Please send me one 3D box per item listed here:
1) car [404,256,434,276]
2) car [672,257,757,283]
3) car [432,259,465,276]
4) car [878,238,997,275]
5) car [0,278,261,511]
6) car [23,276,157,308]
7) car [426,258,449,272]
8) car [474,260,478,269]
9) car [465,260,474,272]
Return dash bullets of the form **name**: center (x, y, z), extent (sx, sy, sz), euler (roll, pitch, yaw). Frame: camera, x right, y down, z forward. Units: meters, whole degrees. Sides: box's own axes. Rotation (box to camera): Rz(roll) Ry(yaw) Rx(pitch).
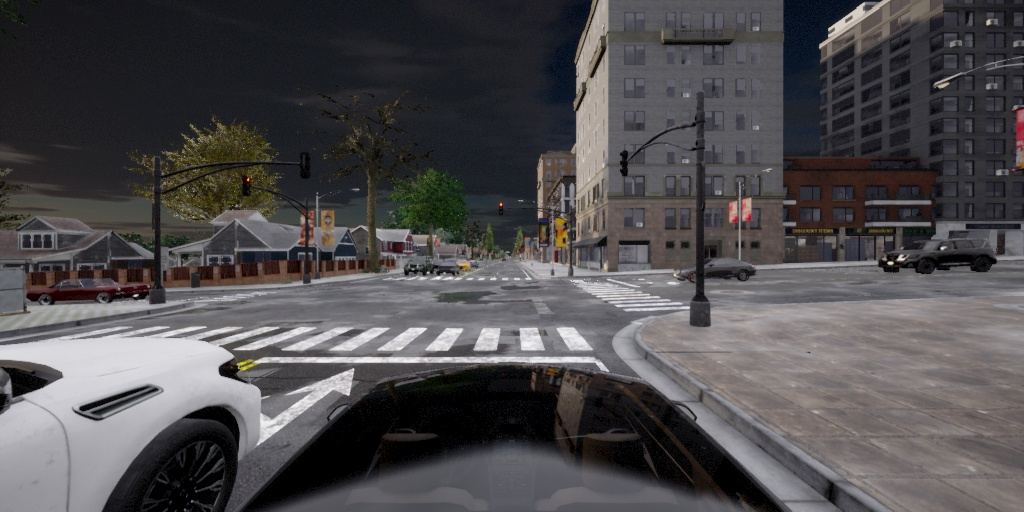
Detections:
- **car**: center (-9.887, 0.990, 38.598), extent (2.150, 2.045, 5.566), euler (0, 0, 0)
- **car**: center (12.284, 0.818, 21.894), extent (4.674, 1.442, 1.812), euler (-2, 0, 1)
- **car**: center (-6.640, 1.315, 37.906), extent (2.033, 1.411, 5.357), euler (0, 0, 0)
- **car**: center (25.921, -0.006, 21.947), extent (5.566, 2.045, 2.150), euler (-2, 0, 0)
- **car**: center (-3.145, 0.972, 0.564), extent (2.150, 2.045, 5.566), euler (0, 0, 0)
- **car**: center (-21.644, 1.806, 18.537), extent (4.718, 1.301, 1.895), euler (-2, 0, 0)
- **car**: center (-9.899, 1.136, 48.070), extent (2.097, 1.767, 4.553), euler (0, 0, 0)
- **car**: center (-6.647, 1.340, 59.361), extent (1.812, 1.442, 4.674), euler (0, 0, 1)
- **car**: center (-6.651, 1.261, 47.697), extent (1.882, 1.535, 5.008), euler (0, 0, 0)
